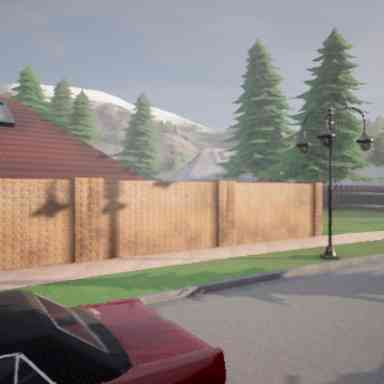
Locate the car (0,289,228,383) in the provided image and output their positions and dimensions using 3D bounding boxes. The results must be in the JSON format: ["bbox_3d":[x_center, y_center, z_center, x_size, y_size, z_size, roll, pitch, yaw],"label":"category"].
[{"bbox_3d":[-2.104,1.585,2.329,4.718,1.301,1.895,0,0,-35],"label":"car"}]
